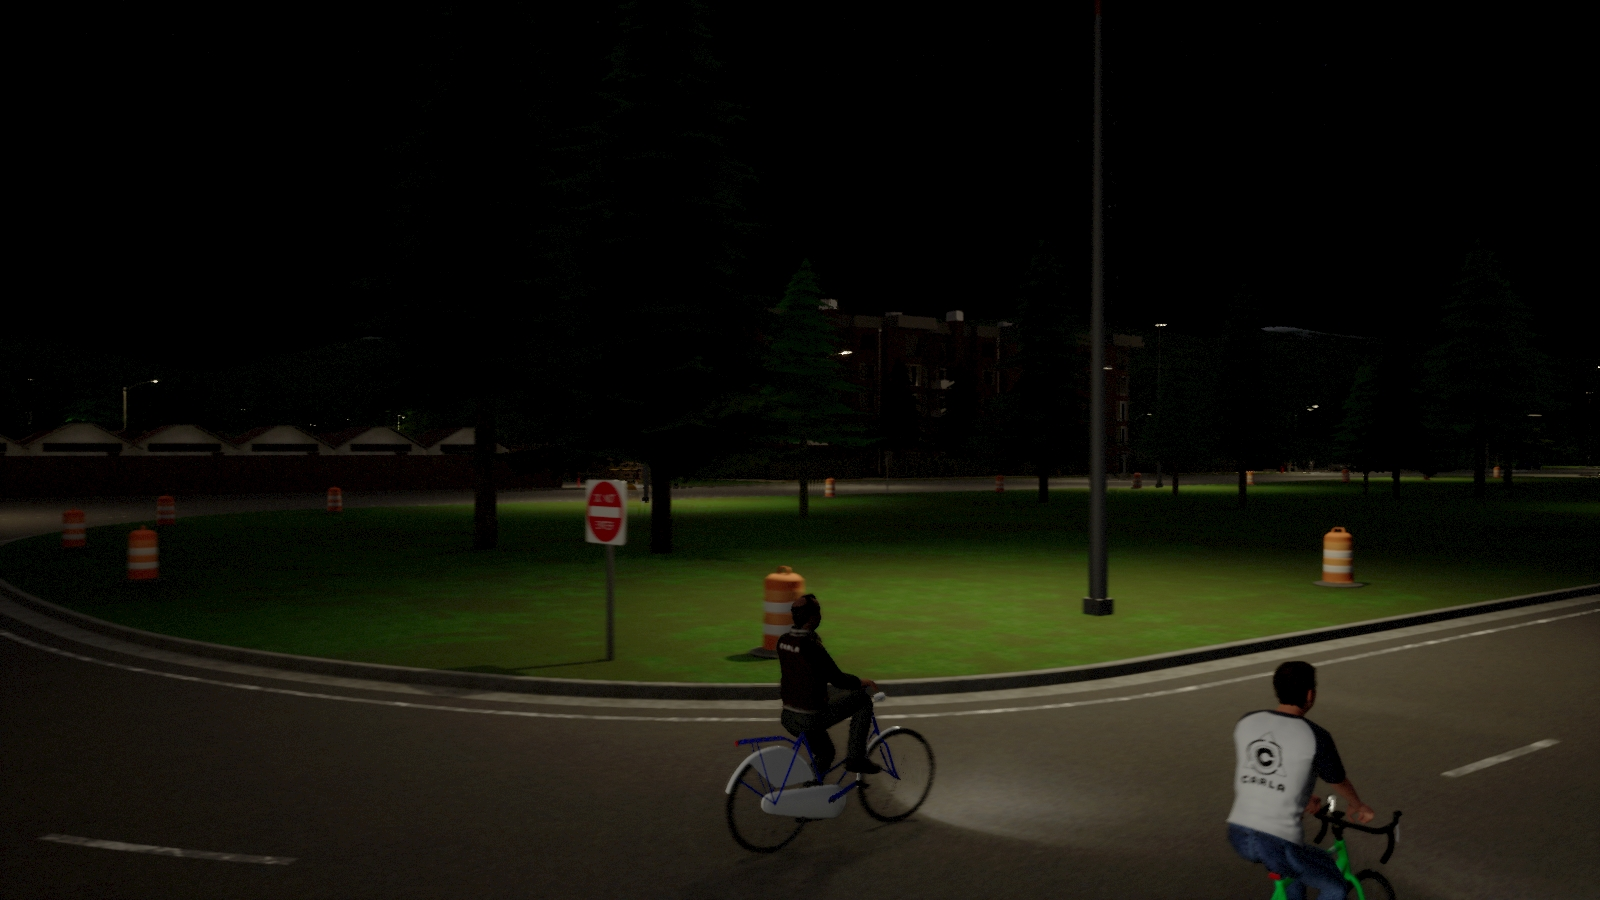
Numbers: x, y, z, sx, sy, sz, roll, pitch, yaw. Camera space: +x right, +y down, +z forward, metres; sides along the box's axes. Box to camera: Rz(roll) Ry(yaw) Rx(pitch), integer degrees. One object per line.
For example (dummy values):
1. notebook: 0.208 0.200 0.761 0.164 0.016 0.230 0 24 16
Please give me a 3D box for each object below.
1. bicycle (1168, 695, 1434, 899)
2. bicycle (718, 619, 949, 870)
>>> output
1. bicycle: 2.449 2.056 5.501 1.643 1.496 0.373 0 0 -35
2. bicycle: 0.282 2.060 8.264 1.835 1.471 0.329 0 0 -35
